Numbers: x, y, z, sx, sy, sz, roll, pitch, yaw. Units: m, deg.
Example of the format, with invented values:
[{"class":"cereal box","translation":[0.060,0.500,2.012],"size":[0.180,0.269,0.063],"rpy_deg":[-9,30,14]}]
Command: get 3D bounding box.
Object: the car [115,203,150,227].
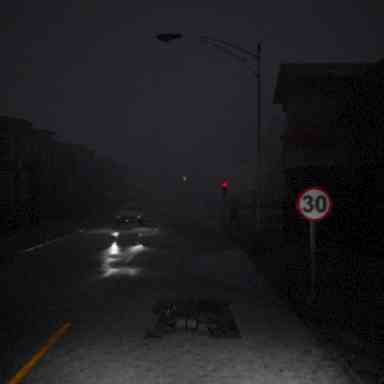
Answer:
[{"class":"car","translation":[-4.023,1.535,23.142],"size":[1.812,1.442,4.674],"rpy_deg":[0,0,1]}]
